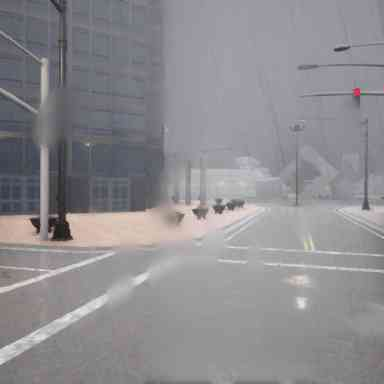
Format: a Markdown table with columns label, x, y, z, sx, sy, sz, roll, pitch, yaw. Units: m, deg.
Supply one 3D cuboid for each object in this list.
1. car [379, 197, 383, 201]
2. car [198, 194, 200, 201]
| label | x | y | z | sx | sy | sz | roll | pitch | yaw |
| --- | --- | --- | --- | --- | --- | --- | --- | --- | --- |
| car | 46.560 | 1.441 | 78.066 | 2.128 | 1.511 | 4.902 | 0 | 0 | -34 |
| car | 2.299 | 1.230 | 76.027 | 2.128 | 1.511 | 4.902 | 0 | 0 | 1 |
